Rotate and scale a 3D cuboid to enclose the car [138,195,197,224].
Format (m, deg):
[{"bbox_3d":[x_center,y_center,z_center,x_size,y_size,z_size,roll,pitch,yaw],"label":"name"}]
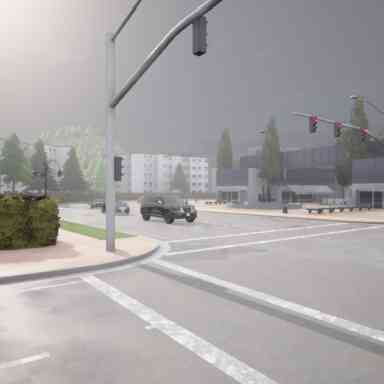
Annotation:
[{"bbox_3d":[-1.928,1.221,25.347,2.150,2.045,5.566,0,0,-37],"label":"car"}]

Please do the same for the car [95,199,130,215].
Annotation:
[{"bbox_3d":[-7.869,1.492,33.904,2.128,1.511,4.902,0,0,-31],"label":"car"}]

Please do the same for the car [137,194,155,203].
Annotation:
[{"bbox_3d":[-9.329,1.352,68.065,2.097,1.767,4.553,0,0,15],"label":"car"}]

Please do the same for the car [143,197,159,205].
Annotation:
[{"bbox_3d":[-7.228,1.547,59.070,2.033,1.411,5.357,0,0,3],"label":"car"}]

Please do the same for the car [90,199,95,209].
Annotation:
[{"bbox_3d":[-12.429,1.564,44.215,1.994,1.385,4.181,0,0,-16],"label":"car"}]

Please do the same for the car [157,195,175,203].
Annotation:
[{"bbox_3d":[-5.314,1.477,69.534,1.882,1.535,5.008,0,0,20],"label":"car"}]
